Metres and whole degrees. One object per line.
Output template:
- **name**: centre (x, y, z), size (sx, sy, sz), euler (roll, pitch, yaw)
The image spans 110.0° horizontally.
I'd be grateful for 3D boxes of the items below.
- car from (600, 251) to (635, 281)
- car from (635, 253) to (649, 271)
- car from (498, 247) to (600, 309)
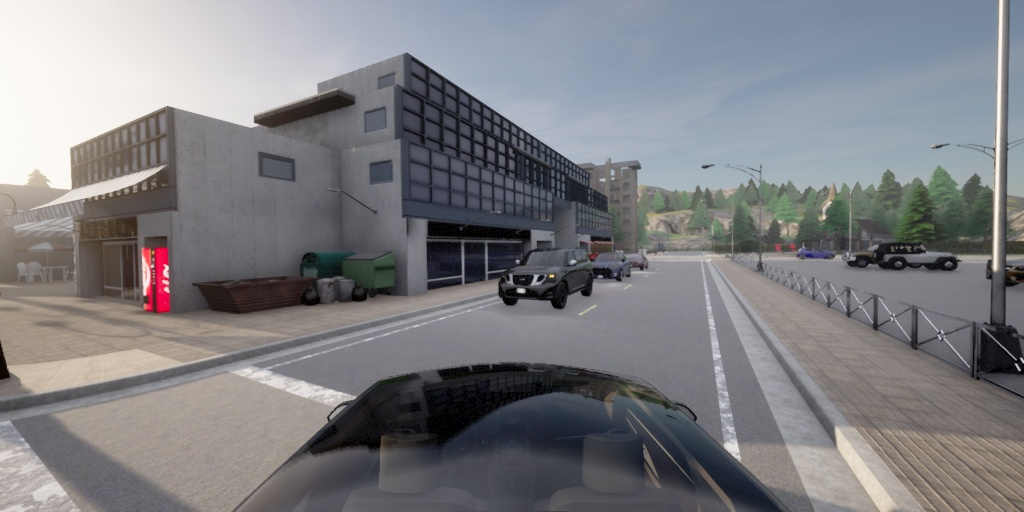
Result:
- **car**: centre (6.123, 0.556, 22.652), size (2.097, 1.767, 4.553), euler (0, 2, 28)
- **car**: centre (10.868, 0.455, 31.717), size (1.812, 1.442, 4.674), euler (0, 2, 28)
- **car**: centre (1.565, 0.691, 13.935), size (2.150, 2.045, 5.566), euler (0, 1, 28)
